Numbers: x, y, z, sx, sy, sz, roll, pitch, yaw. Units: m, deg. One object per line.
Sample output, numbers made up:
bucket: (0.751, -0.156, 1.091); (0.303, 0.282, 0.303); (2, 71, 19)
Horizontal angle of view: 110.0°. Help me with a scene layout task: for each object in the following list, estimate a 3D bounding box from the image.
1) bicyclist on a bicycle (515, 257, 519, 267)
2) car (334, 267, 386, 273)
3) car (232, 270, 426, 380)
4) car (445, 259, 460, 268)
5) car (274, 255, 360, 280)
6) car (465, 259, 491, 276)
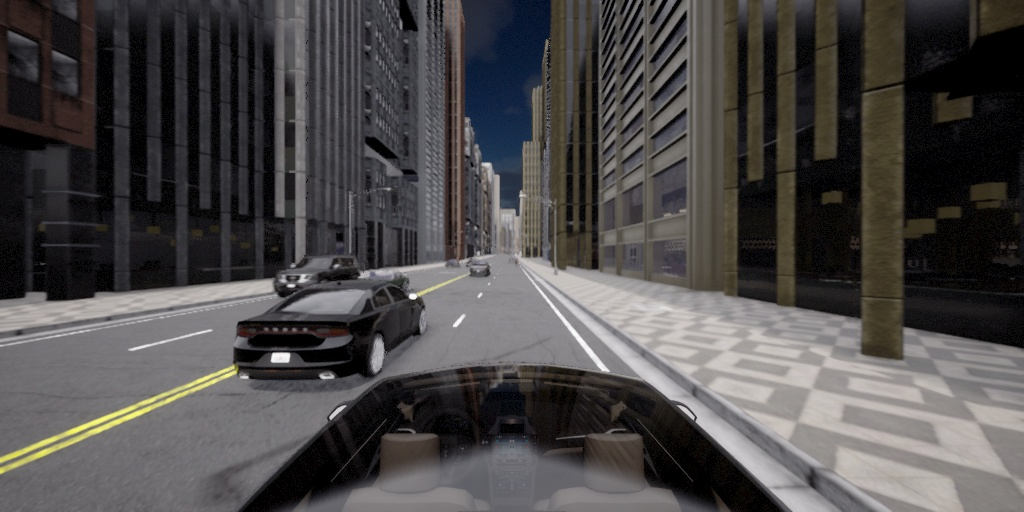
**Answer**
bicyclist on a bicycle: (0.880, 1.152, 63.893); (0.582, 1.620, 1.656); (0, 0, 0)
car: (-6.603, 1.356, 17.820); (1.895, 1.301, 4.718); (0, 0, 0)
car: (-3.156, 1.231, 7.371); (1.882, 1.535, 5.008); (0, 0, 0)
car: (-9.794, 1.256, 59.597); (2.033, 1.411, 5.357); (0, 0, 1)
car: (-9.854, 0.976, 18.775); (2.150, 2.045, 5.566); (0, 0, 0)
car: (-3.156, 1.234, 36.528); (2.128, 1.511, 4.902); (0, 0, 0)
